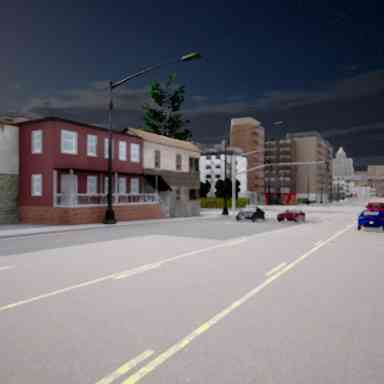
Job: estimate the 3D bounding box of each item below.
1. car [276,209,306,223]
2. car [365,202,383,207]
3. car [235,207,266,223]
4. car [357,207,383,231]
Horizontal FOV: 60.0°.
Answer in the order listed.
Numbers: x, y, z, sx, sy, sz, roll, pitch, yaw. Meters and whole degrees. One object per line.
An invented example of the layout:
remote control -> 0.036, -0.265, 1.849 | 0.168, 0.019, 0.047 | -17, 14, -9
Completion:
car -> 9.822, 2.323, 32.766 | 1.895, 1.301, 4.718 | 0, -1, 31
car -> 20.396, 2.125, 36.716 | 2.150, 2.045, 5.566 | 0, 0, 30
car -> 5.913, 2.197, 33.036 | 1.812, 1.442, 4.674 | 0, -2, 31
car -> 13.990, 2.120, 25.738 | 1.882, 1.535, 5.008 | 0, -2, 30
